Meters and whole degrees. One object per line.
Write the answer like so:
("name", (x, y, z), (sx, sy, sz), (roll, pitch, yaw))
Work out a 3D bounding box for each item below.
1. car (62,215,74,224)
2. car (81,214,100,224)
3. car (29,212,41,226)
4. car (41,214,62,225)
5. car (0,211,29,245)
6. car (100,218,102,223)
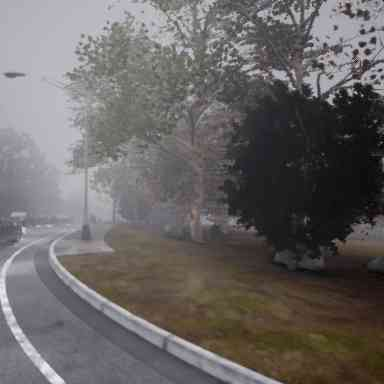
("car", (-19.591, 4.230, 51.389), (1.882, 1.535, 5.008), (0, -5, -10))
("car", (-15.827, 4.183, 51.111), (2.128, 1.511, 4.902), (0, -5, -11))
("car", (-15.707, 2.484, 30.482), (1.812, 1.442, 4.674), (0, -4, -11))
("car", (-17.484, 3.329, 40.081), (1.994, 1.385, 4.181), (0, -5, -10))
("car", (-8.730, 1.657, 13.944), (2.033, 1.411, 5.357), (0, -2, -13))
("car", (-17.931, 5.191, 61.978), (2.033, 1.411, 5.357), (0, -5, -9))
